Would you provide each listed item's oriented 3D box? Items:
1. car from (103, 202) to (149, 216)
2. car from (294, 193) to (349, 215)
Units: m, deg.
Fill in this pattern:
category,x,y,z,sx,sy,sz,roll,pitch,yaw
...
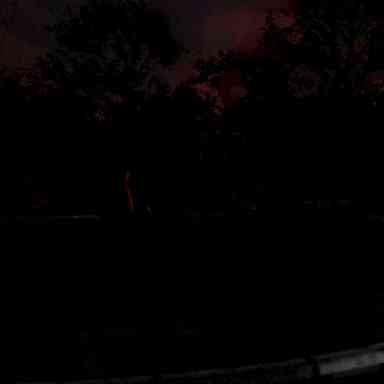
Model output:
category,x,y,z,sx,sy,sz,roll,pitch,yaw
car,-7.208,1.832,36.551,4.902,1.511,2.128,-1,-1,-12
car,13.195,1.191,33.636,2.150,2.045,5.566,0,-2,-42
